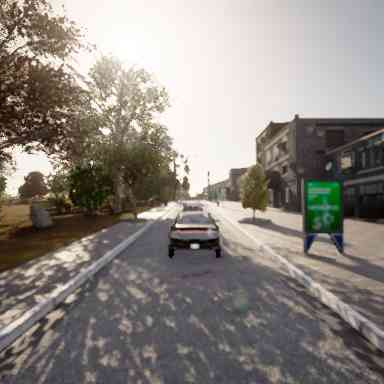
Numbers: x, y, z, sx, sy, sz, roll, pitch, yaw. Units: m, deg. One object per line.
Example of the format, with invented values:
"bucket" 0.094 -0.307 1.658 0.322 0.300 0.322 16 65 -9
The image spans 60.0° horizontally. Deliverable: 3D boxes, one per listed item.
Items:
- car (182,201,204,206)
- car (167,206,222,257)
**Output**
"car" 0.079 1.543 30.341 1.812 1.442 4.674 0 0 0
"car" 0.093 1.499 12.960 2.128 1.511 4.902 0 0 0
